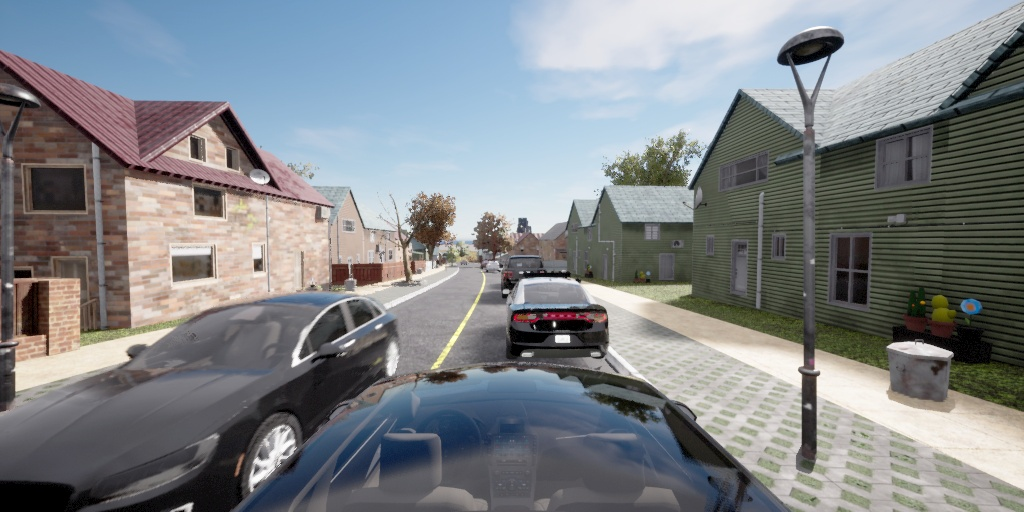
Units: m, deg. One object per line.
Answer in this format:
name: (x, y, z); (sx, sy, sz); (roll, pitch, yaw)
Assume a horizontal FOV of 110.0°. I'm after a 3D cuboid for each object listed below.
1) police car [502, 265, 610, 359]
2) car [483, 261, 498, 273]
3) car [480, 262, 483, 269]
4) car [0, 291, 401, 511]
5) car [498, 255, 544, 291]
police car: (0.803, 1.174, 8.534); (1.930, 1.638, 5.238); (0, 0, -1)
car: (-2.516, 1.410, 47.592); (1.812, 1.442, 4.674); (0, 0, -6)
car: (-4.390, 1.508, 61.472); (1.812, 1.442, 4.674); (0, 0, -9)
car: (-2.803, 1.255, 4.334); (1.837, 1.490, 4.892); (0, 0, 0)
car: (0.529, 0.987, 18.515); (2.150, 2.045, 5.566); (0, 0, -2)
